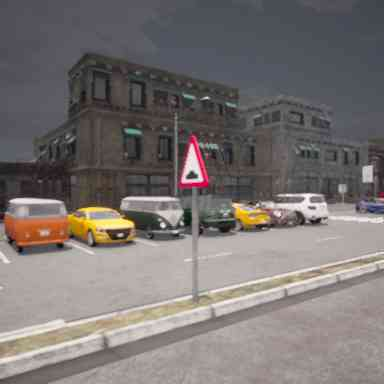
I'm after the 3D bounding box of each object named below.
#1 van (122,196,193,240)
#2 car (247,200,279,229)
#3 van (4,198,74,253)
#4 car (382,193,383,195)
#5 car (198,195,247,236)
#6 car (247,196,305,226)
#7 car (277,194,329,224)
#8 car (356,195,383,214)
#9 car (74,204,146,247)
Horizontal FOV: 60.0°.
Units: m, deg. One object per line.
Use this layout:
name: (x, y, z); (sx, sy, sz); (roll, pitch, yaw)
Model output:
van: (-2.045, 1.244, 17.022); (1.878, 1.987, 4.442); (0, 0, -36)
car: (2.481, 1.443, 20.392); (2.097, 1.535, 5.008); (0, 0, -36)
van: (-6.669, 1.269, 14.005); (1.878, 1.987, 4.442); (0, 0, -36)
car: (22.588, 1.039, 34.727); (2.435, 2.045, 5.566); (-1, 0, -36)
car: (0.115, 1.206, 18.743); (2.435, 2.045, 5.566); (0, 0, -36)
car: (4.703, 1.304, 22.023); (2.185, 1.767, 4.553); (0, 0, -36)
car: (6.848, 1.165, 23.553); (2.435, 2.045, 5.566); (0, 0, -36)
car: (18.102, 1.360, 31.521); (2.163, 1.488, 4.792); (0, 0, -36)
car: (-4.359, 1.482, 15.519); (2.097, 1.535, 5.008); (0, 0, -36)
